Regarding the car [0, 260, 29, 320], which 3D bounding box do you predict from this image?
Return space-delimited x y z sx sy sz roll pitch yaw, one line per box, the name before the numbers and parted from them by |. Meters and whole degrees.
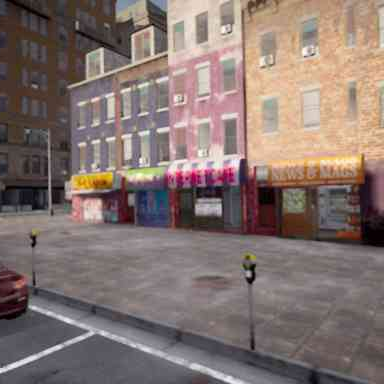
car | -4.653 1.632 6.156 4.206 1.307 1.802 0 -1 36
